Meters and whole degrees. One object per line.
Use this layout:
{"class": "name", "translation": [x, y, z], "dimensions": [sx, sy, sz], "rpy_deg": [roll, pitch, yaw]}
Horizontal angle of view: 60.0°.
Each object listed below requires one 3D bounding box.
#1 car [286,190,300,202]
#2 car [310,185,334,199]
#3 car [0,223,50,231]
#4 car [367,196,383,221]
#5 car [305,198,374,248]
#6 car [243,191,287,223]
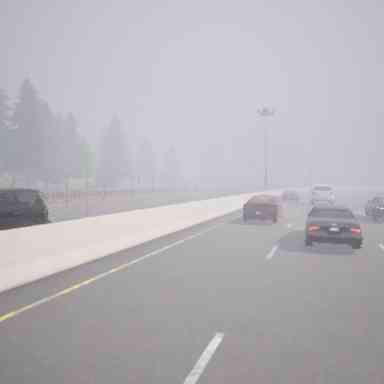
{"class": "car", "translation": [12.043, 0.431, 40.507], "dimensions": [1.812, 1.442, 4.674], "rpy_deg": [1, 2, 21]}
{"class": "car", "translation": [14.057, 0.260, 35.921], "dimensions": [2.150, 2.045, 5.566], "rpy_deg": [1, 2, 21]}
{"class": "car", "translation": [-7.015, 0.912, 10.246], "dimensions": [2.150, 2.045, 5.566], "rpy_deg": [1, 2, 21]}
{"class": "car", "translation": [12.133, 0.975, 20.844], "dimensions": [1.812, 1.442, 4.674], "rpy_deg": [1, 2, 21]}
{"class": "car", "translation": [5.465, 1.194, 13.055], "dimensions": [2.033, 1.411, 5.357], "rpy_deg": [1, 2, 21]}
{"class": "car", "translation": [4.453, 0.921, 20.311], "dimensions": [1.882, 1.535, 5.008], "rpy_deg": [1, 2, 21]}
